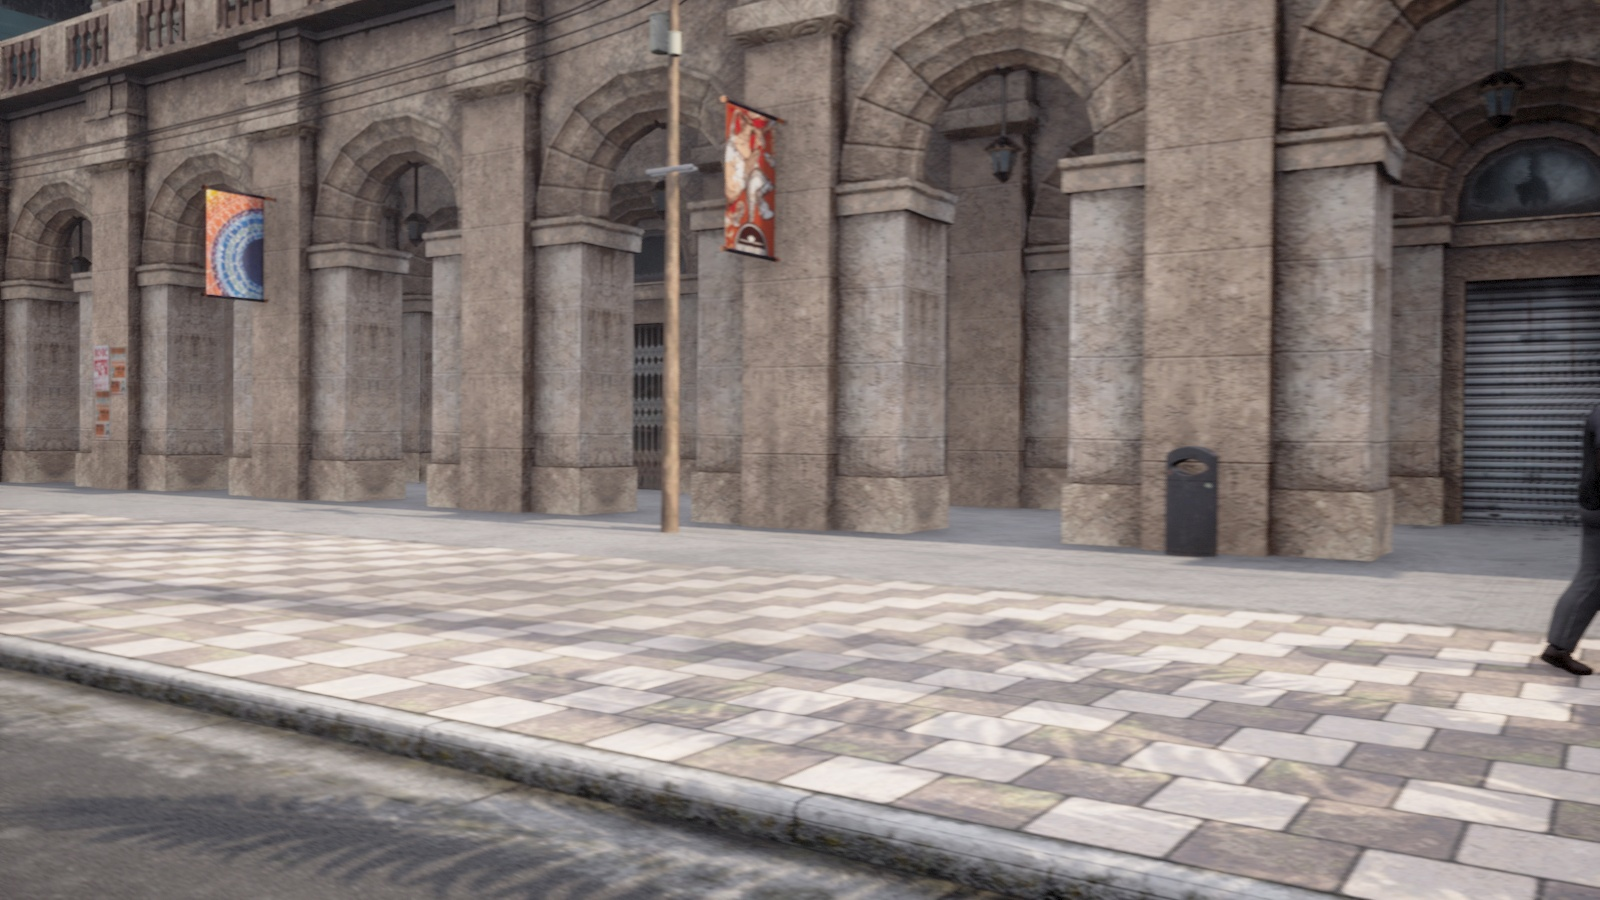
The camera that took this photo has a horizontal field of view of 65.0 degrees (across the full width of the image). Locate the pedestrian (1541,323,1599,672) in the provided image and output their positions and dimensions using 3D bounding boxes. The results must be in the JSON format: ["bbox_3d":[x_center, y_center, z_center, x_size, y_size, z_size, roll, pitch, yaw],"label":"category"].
[{"bbox_3d":[4.625,0.251,6.940,0.849,1.883,0.563,0,1,23],"label":"pedestrian"}]
